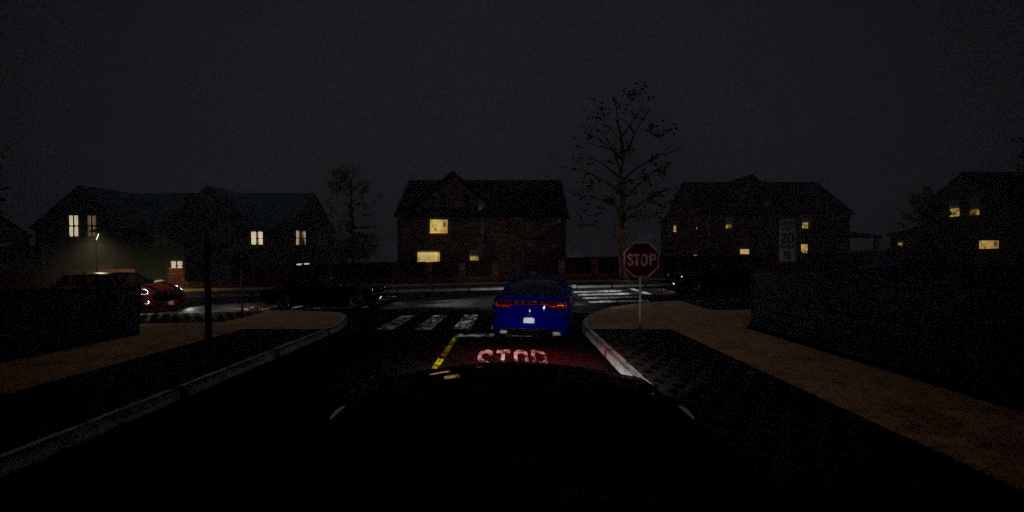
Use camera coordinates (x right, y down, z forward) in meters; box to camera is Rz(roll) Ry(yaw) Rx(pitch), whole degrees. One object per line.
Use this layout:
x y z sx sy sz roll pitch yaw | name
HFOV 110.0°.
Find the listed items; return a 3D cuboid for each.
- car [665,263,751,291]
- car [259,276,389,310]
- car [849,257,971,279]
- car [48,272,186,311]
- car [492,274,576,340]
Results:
10.401 1.034 18.244 4.718 1.301 1.895 -1 1 -1 | car
-7.820 1.506 15.305 4.718 1.301 1.895 -1 1 0 | car
20.046 0.753 18.285 5.357 1.411 2.033 -1 1 0 | car
-16.807 1.472 15.292 4.553 1.767 2.097 -1 1 0 | car
0.781 1.226 10.103 1.882 1.535 5.008 0 0 10 | car
